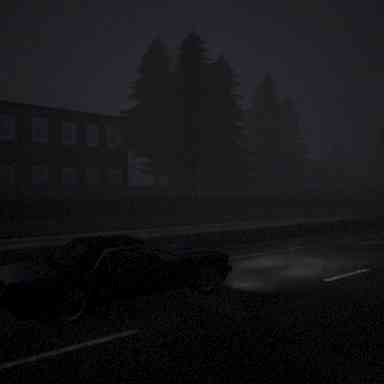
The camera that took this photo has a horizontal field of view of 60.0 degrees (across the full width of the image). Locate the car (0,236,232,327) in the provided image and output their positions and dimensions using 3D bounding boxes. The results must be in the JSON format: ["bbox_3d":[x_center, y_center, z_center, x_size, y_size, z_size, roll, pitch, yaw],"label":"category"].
[{"bbox_3d":[-1.414,1.601,7.038,4.718,1.301,1.895,0,0,-36],"label":"car"}]
